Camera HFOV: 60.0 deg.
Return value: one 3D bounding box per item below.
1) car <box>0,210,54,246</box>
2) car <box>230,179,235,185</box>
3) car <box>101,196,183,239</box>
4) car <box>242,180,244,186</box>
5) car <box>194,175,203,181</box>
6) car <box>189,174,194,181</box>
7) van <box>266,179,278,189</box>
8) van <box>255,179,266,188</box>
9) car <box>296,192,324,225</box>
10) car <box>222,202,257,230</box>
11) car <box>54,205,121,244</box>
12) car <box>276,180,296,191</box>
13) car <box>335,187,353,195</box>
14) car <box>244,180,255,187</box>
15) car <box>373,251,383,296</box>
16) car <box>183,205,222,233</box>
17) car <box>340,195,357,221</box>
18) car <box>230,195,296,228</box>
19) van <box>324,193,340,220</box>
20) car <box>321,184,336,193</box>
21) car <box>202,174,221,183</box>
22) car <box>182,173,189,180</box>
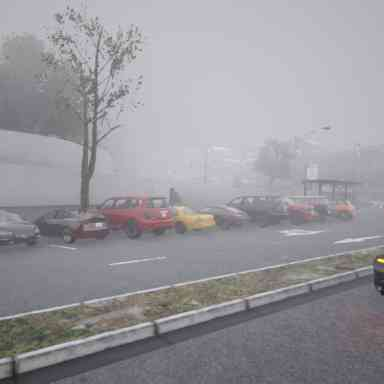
[{"bbox_3d":[-8.435,1.493,14.195,4.892,1.521,2.231,-1,-1,35],"label":"car"},{"bbox_3d":[10.732,-2.316,78.682,2.002,1.452,4.674,7,3,35],"label":"car"},{"bbox_3d":[-3.563,1.248,17.676,5.566,2.045,2.435,-1,-1,35],"label":"car"},{"bbox_3d":[12.469,-2.043,76.217,2.002,1.452,4.674,7,4,35],"label":"car"},{"bbox_3d":[3.796,-3.698,88.466,2.435,2.045,5.566,7,3,34],"label":"car"},{"bbox_3d":[2.007,-3.849,90.936,2.185,1.767,4.553,6,3,34],"label":"car"},{"bbox_3d":[17.588,-1.490,68.683,1.878,1.987,4.442,7,4,35],"label":"van"},{"bbox_3d":[15.864,-1.763,71.158,1.878,1.987,4.442,7,4,35],"label":"van"},{"bbox_3d":[6.318,1.267,24.573,5.566,2.045,2.435,-1,-1,35],"label":"car"},{"bbox_3d":[1.370,1.549,21.121,4.674,1.452,2.002,-1,-1,35],"label":"car"},{"bbox_3d":[-6.012,1.524,15.936,4.792,1.488,2.163,-1,-1,35],"label":"car"},{"bbox_3d":[19.343,-0.991,66.317,2.231,1.521,4.892,7,3,35],"label":"car"},{"bbox_3d":[26.223,0.137,56.444,2.002,1.452,4.674,7,3,35],"label":"car"},{"bbox_3d":[14.296,-1.811,73.892,1.946,1.575,5.366,7,3,35],"label":"car"},{"bbox_3d":[5.853,1.515,7.278,4.892,1.490,1.837,0,0,-35],"label":"car"},{"bbox_3d":[-1.240,1.503,19.499,5.366,1.575,1.946,-1,-1,35],"label":"car"},{"bbox_3d":[11.273,1.404,27.983,4.553,1.767,2.185,-1,-1,35],"label":"car"},{"bbox_3d":[3.801,1.263,22.873,5.566,2.045,2.435,-1,-1,35],"label":"car"},{"bbox_3d":[8.860,1.297,26.237,4.442,1.987,1.878,-1,-1,35],"label":"van"},{"bbox_3d":[24.538,-0.425,58.920,2.435,2.045,5.566,7,3,35],"label":"car"},{"bbox_3d":[5.642,-3.175,86.203,1.946,1.575,5.366,7,3,34],"label":"car"},{"bbox_3d":[0.282,-4.084,93.410,2.185,1.767,4.553,4,1,34],"label":"car"}]
